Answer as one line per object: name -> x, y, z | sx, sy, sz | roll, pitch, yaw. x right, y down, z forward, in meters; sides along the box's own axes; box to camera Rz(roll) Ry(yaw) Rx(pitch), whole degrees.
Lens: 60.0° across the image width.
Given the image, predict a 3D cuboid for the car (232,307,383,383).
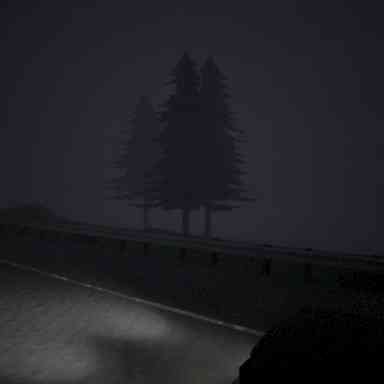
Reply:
car -> 2.638, 1.608, 2.156 | 4.718, 1.301, 1.895 | 0, 0, 35
